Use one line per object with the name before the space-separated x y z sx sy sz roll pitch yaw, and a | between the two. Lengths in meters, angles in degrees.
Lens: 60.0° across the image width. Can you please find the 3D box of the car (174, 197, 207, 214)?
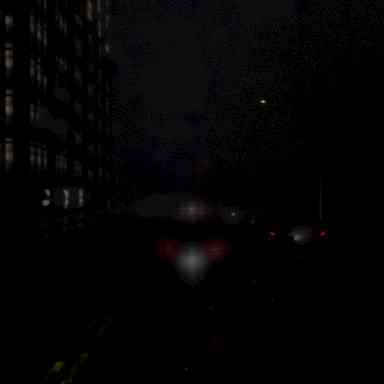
car | 0.024 1.428 26.278 2.150 2.045 5.566 0 0 0

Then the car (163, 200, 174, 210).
car | -3.315 1.962 51.028 1.994 1.385 4.181 0 -1 0

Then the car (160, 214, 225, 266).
car | 0.034 1.693 11.806 1.895 1.301 4.718 0 0 0

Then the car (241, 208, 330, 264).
car | 3.289 1.448 12.324 2.097 1.767 4.553 0 -1 0

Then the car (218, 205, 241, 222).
car | 3.287 1.781 27.690 1.994 1.385 4.181 0 0 1

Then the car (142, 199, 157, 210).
car | -6.564 1.890 51.206 2.128 1.511 4.902 0 -1 0
